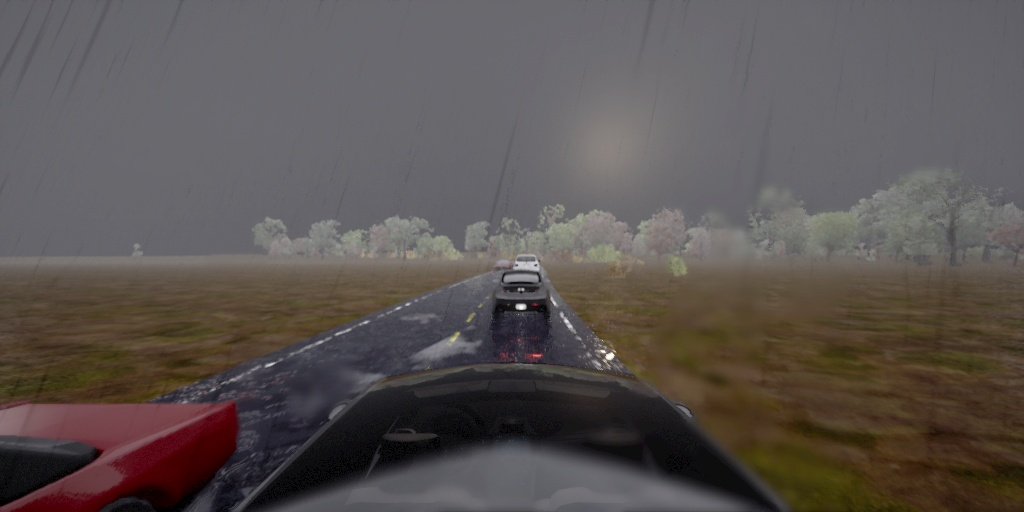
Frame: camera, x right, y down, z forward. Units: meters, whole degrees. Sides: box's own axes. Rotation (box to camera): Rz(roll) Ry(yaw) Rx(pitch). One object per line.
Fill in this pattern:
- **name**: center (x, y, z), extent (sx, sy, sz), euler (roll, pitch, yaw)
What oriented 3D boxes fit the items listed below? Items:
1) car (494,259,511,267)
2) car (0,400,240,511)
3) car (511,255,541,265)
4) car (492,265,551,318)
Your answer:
- **car**: center (-0.982, 1.150, 42.815), extent (1.882, 1.535, 5.008), euler (0, 0, 5)
- **car**: center (-3.077, 1.351, 0.557), extent (1.895, 1.301, 4.718), euler (0, 0, 0)
- **car**: center (1.363, 0.916, 31.964), extent (2.150, 2.045, 5.566), euler (0, 0, 4)
- **car**: center (0.342, 1.235, 12.891), extent (1.837, 1.490, 4.892), euler (0, 0, 2)
